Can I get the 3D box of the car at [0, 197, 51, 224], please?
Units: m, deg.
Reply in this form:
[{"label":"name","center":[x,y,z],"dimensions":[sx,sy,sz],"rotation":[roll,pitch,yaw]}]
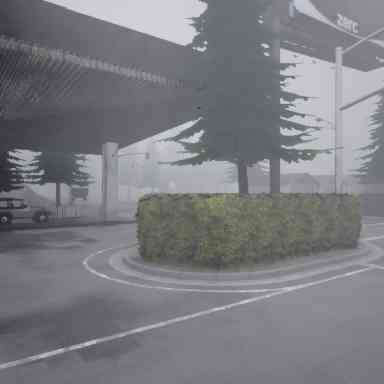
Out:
[{"label":"car","center":[-12.104,1.313,23.392],"dimensions":[3.866,1.878,1.905],"rotation":[0,0,-36]}]
